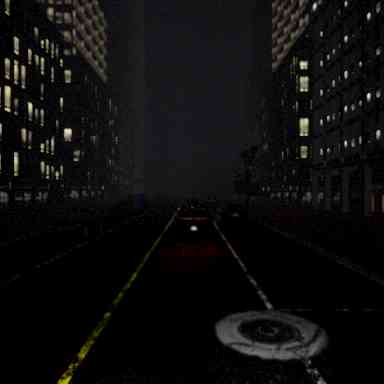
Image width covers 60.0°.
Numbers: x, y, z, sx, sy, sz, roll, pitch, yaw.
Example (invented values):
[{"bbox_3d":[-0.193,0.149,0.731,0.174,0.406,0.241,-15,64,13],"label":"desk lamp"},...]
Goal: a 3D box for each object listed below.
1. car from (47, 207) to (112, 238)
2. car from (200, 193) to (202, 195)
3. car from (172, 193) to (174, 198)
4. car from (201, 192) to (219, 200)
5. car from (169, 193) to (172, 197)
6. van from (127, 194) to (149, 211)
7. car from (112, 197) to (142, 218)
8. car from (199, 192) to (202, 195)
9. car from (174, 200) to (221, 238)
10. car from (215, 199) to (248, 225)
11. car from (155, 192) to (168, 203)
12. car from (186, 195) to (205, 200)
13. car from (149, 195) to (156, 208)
[{"bbox_3d":[-5.700,1.441,16.686,2.008,1.369,4.403,0,0,0],"label":"car"},{"bbox_3d":[2.653,1.203,56.522,1.802,1.307,4.206,0,0,0],"label":"car"},{"bbox_3d":[-5.751,0.903,90.512,1.752,1.417,4.829,0,0,0],"label":"car"},{"bbox_3d":[2.662,1.141,45.137,1.967,1.590,4.097,0,0,0],"label":"car"},{"bbox_3d":[-5.736,1.105,67.916,1.947,1.339,4.313,0,0,0],"label":"car"},{"bbox_3d":[-5.711,1.118,33.762,1.690,1.788,3.998,0,0,0],"label":"van"},{"bbox_3d":[-5.708,1.360,28.070,1.887,1.381,4.507,0,0,0],"label":"car"},{"bbox_3d":[2.649,1.105,62.384,1.752,1.417,4.829,0,0,0],"label":"car"},{"bbox_3d":[0.087,1.380,17.108,2.128,1.511,4.902,0,0,0],"label":"car"},{"bbox_3d":[2.677,1.420,22.372,1.947,1.339,4.313,0,0,0],"label":"car"},{"bbox_3d":[-5.727,1.060,56.529,1.967,1.590,4.097,0,0,0],"label":"car"},{"bbox_3d":[0.061,1.297,34.647,1.812,1.442,4.674,0,0,0],"label":"car"},{"bbox_3d":[-5.716,1.320,39.455,1.802,1.307,4.206,0,0,0],"label":"car"}]
